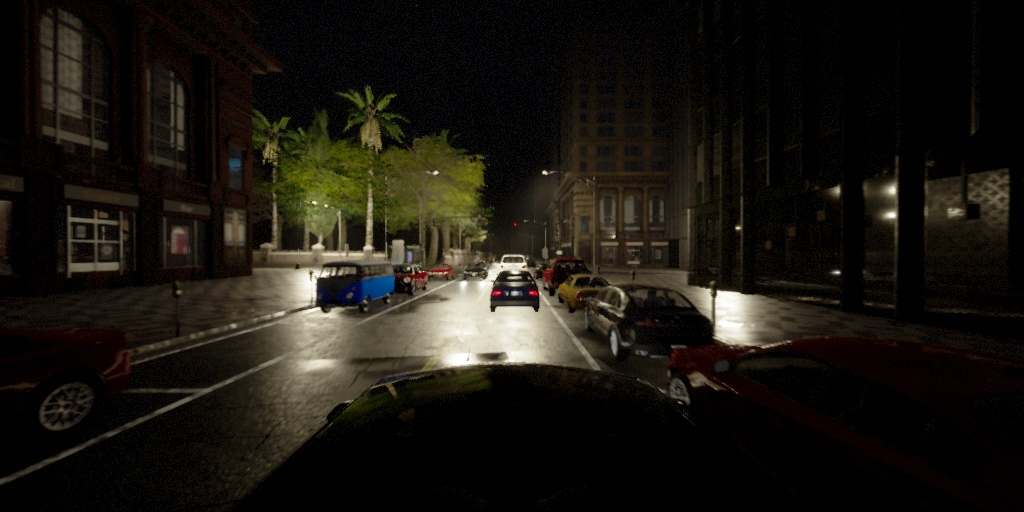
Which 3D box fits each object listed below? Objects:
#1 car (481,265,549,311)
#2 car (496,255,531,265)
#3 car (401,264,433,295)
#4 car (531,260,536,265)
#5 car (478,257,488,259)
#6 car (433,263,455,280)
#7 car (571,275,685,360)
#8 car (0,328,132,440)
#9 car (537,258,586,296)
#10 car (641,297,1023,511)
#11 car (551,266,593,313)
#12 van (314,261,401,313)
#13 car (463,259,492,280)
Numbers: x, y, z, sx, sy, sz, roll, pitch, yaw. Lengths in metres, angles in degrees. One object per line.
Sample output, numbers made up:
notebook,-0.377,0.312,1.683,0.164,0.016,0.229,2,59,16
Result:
car,0.097,1.274,14.307,2.033,1.411,5.357,0,0,0
car,0.093,0.922,28.350,2.150,2.045,5.566,0,0,0
car,-5.768,1.158,18.975,1.967,1.591,4.097,0,0,0
car,2.755,1.262,29.812,1.948,1.339,4.313,0,0,0
car,-5.778,1.172,61.687,2.007,1.370,4.403,0,0,0
car,-5.771,1.278,29.828,1.802,1.307,4.207,0,0,0
car,2.760,1.289,8.111,2.007,1.370,4.403,0,0,0
car,-5.764,1.293,2.696,1.888,1.381,4.507,0,0,0
car,2.757,1.033,18.961,2.192,1.841,5.009,0,0,0
car,2.760,1.293,2.686,1.888,1.381,4.507,0,0,0
car,2.759,1.254,13.706,1.751,1.417,4.829,0,0,0
van,-5.767,1.070,13.549,1.690,1.789,3.998,0,0,0
car,-3.008,1.250,30.590,1.837,1.490,4.892,0,0,0
